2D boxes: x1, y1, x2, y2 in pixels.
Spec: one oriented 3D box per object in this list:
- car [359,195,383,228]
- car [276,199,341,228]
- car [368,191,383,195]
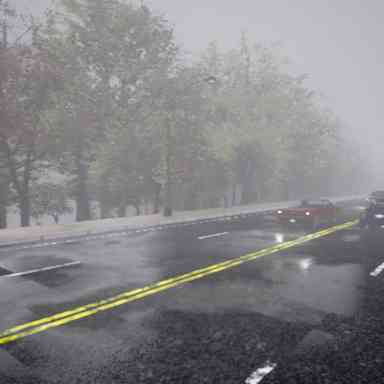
[{"bbox_3d":[10.006,1.048,16.941,1.994,1.385,4.181,1,2,41],"label":"car"},{"bbox_3d":[6.398,1.055,18.043,1.895,1.301,4.718,1,2,41],"label":"car"},{"bbox_3d":[17.675,0.618,31.144,1.812,1.442,4.674,1,2,41],"label":"car"}]
